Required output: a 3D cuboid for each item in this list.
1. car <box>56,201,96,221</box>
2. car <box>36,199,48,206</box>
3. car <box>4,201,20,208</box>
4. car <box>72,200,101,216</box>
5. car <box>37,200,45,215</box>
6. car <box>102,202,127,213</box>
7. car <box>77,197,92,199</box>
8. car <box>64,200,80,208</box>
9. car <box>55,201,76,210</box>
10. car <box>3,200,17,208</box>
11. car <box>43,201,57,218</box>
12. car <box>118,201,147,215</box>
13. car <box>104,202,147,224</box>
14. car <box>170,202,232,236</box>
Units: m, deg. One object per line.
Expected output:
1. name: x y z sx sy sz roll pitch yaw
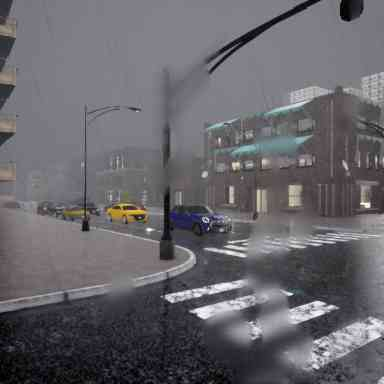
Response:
1. car: -10.784 1.873 30.802 1.752 1.417 4.829 -1 0 -36
2. car: -37.079 2.590 82.166 1.752 1.417 4.829 -1 0 -36
3. car: -33.918 2.376 63.321 1.887 1.381 4.507 -1 0 -36
4. car: -11.584 1.921 36.536 1.837 1.490 4.892 0 -1 -35
5. car: -17.410 1.926 40.232 1.967 1.590 4.097 -1 0 -36
6. car: -10.585 2.089 45.070 1.802 1.307 4.206 -1 0 -36
7. car: -18.717 1.913 57.190 2.150 2.045 5.566 0 -1 -36
8. car: -22.733 2.296 62.883 1.812 1.442 4.674 0 -1 -36
9. car: -20.921 2.218 54.929 2.033 1.411 5.357 0 -1 -36
10. car: -37.218 2.452 67.941 2.008 1.369 4.403 -1 0 -36
11. car: -14.139 1.968 35.591 2.008 1.369 4.403 -1 0 -36
12. car: -7.271 1.879 40.464 1.967 1.590 4.097 -1 0 -36
13. car: -5.522 1.768 28.035 1.882 1.535 5.008 0 -1 -35
14. car: 0.299 1.524 19.885 2.097 1.767 4.553 0 -1 -36
